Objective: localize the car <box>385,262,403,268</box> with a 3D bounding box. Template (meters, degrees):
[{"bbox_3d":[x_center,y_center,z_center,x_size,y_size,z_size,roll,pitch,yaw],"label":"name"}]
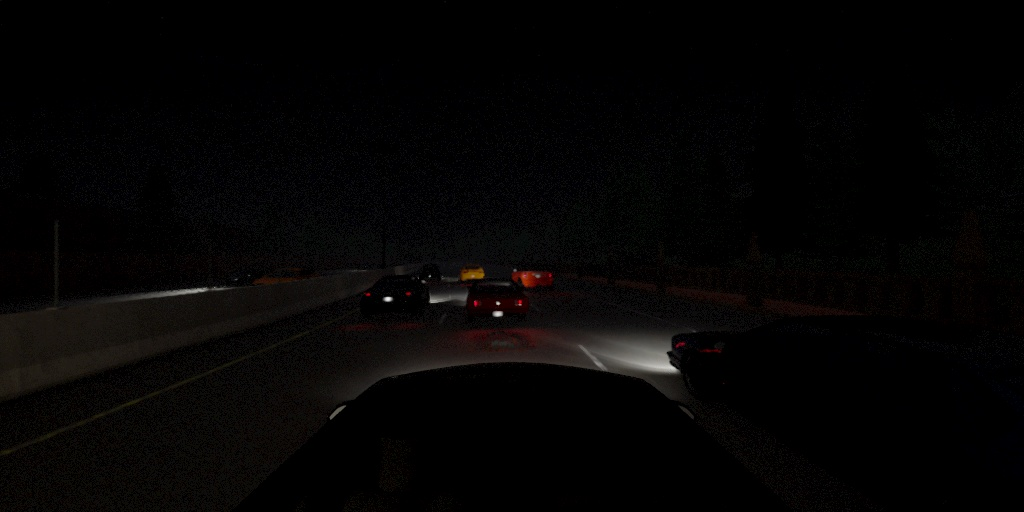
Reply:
[{"bbox_3d":[-19.599,1.740,60.431,1.882,1.535,5.008,0,0,-10],"label":"car"}]

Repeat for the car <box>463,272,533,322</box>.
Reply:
[{"bbox_3d":[-0.657,1.433,12.781,1.895,1.301,4.718,0,0,-6],"label":"car"}]

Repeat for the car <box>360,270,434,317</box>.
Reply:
[{"bbox_3d":[-4.370,1.422,13.915,1.994,1.385,4.181,0,0,-7],"label":"car"}]

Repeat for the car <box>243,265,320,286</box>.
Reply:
[{"bbox_3d":[-12.479,1.417,20.073,1.882,1.535,5.008,0,0,-10],"label":"car"}]

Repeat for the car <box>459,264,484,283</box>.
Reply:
[{"bbox_3d":[-3.475,1.450,30.526,1.882,1.535,5.008,0,0,-10],"label":"car"}]

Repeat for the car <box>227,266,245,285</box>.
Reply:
[{"bbox_3d":[-21.240,1.539,29.440,2.128,1.511,4.902,0,0,-10],"label":"car"}]

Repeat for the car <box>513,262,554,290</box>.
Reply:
[{"bbox_3d":[1.233,1.254,23.741,2.097,1.767,4.553,0,0,-9],"label":"car"}]

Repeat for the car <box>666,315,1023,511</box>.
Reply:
[{"bbox_3d":[3.487,1.293,3.379,2.033,1.411,5.357,0,0,-2],"label":"car"}]

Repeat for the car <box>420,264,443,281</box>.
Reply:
[{"bbox_3d":[-7.571,1.518,33.593,1.837,1.490,4.892,0,0,-10],"label":"car"}]
